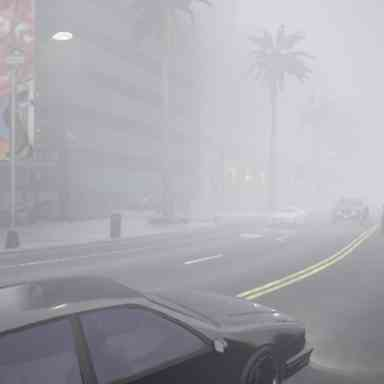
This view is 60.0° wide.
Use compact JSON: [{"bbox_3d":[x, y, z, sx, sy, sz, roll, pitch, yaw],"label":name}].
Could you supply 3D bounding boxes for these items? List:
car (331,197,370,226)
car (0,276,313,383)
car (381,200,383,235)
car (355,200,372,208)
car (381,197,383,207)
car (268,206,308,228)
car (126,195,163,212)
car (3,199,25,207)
[{"bbox_3d":[12.582,1.456,26.183,2.150,2.045,5.566,0,-1,34],"label":"car"},{"bbox_3d":[-1.125,1.578,3.060,5.357,1.411,2.033,0,-1,-38],"label":"car"},{"bbox_3d":[12.453,1.393,19.392,2.150,2.045,5.566,0,-1,34],"label":"car"},{"bbox_3d":[30.066,2.065,58.324,2.033,1.411,5.357,0,-1,34],"label":"car"},{"bbox_3d":[35.896,1.878,60.717,2.097,1.767,4.553,0,-1,34],"label":"car"},{"bbox_3d":[7.108,1.746,24.306,1.812,1.442,4.674,0,-1,34],"label":"car"},{"bbox_3d":[-5.970,1.429,42.892,2.435,2.045,5.566,0,-1,34],"label":"car"},{"bbox_3d":[-31.158,1.984,59.371,2.161,1.482,4.786,0,-1,34],"label":"car"}]
